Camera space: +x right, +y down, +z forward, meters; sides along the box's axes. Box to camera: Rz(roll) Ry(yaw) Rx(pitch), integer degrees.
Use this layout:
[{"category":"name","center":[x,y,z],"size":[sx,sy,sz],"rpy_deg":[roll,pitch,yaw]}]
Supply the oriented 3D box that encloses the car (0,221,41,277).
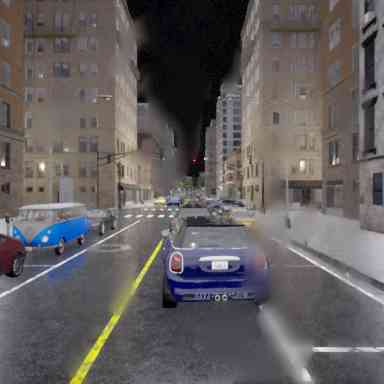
[{"category":"car","center":[-5.382,1.582,7.587],"size":[1.802,1.307,4.206],"rpy_deg":[0,0,0]}]

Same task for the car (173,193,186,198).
[{"category":"car","center":[-2.730,1.218,60.530],"size":[2.150,2.045,5.566],"rpy_deg":[0,0,1]}]

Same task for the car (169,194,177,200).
[{"category":"car","center":[-5.250,1.429,90.450],"size":[1.967,1.590,4.097],"rpy_deg":[0,0,0]}]

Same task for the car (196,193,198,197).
[{"category":"car","center":[2.766,1.305,84.761],"size":[2.192,1.841,5.009],"rpy_deg":[0,0,0]}]

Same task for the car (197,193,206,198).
[{"category":"car","center":[2.749,1.434,73.397],"size":[1.967,1.590,4.097],"rpy_deg":[0,0,0]}]

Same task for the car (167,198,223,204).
[{"category":"car","center":[0.101,1.351,15.474],"size":[2.097,1.767,4.553],"rpy_deg":[0,0,0]}]

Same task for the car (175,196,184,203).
[{"category":"car","center":[-2.643,1.519,70.636],"size":[1.812,1.442,4.674],"rpy_deg":[0,0,0]}]

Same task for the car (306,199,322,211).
[{"category":"car","center":[15.407,1.468,38.417],"size":[4.181,1.385,1.994],"rpy_deg":[0,0,0]}]

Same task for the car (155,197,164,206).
[{"category":"car","center":[-5.303,1.523,56.193],"size":[1.752,1.417,4.829],"rpy_deg":[0,0,0]}]

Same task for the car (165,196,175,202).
[{"category":"car","center":[-5.268,1.543,79.088],"size":[2.008,1.369,4.403],"rpy_deg":[0,0,0]}]

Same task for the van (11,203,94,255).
[{"category":"van","center":[-5.373,1.340,12.993],"size":[1.690,1.788,3.998],"rpy_deg":[0,0,0]}]

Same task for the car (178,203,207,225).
[{"category":"car","center":[0.056,1.563,25.135],"size":[1.994,1.385,4.181],"rpy_deg":[0,0,0]}]

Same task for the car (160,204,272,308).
[{"category":"car","center":[0.318,1.352,8.157],"size":[2.097,1.767,4.553],"rpy_deg":[0,0,-5]}]

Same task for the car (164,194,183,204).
[{"category":"car","center":[-2.766,1.476,50.542],"size":[1.882,1.535,5.008],"rpy_deg":[0,0,0]}]

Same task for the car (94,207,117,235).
[{"category":"car","center":[-5.363,1.550,18.399],"size":[2.008,1.369,4.403],"rpy_deg":[0,0,0]}]

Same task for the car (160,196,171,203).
[{"category":"car","center":[-5.285,1.561,67.725],"size":[1.947,1.339,4.313],"rpy_deg":[0,0,0]}]

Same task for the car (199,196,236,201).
[{"category":"car","center":[3.543,1.504,37.139],"size":[4.674,1.442,1.812],"rpy_deg":[0,0,-17]}]

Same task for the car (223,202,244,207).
[{"category":"car","center":[2.671,1.524,18.558],"size":[1.752,1.417,4.829],"rpy_deg":[0,0,0]}]
